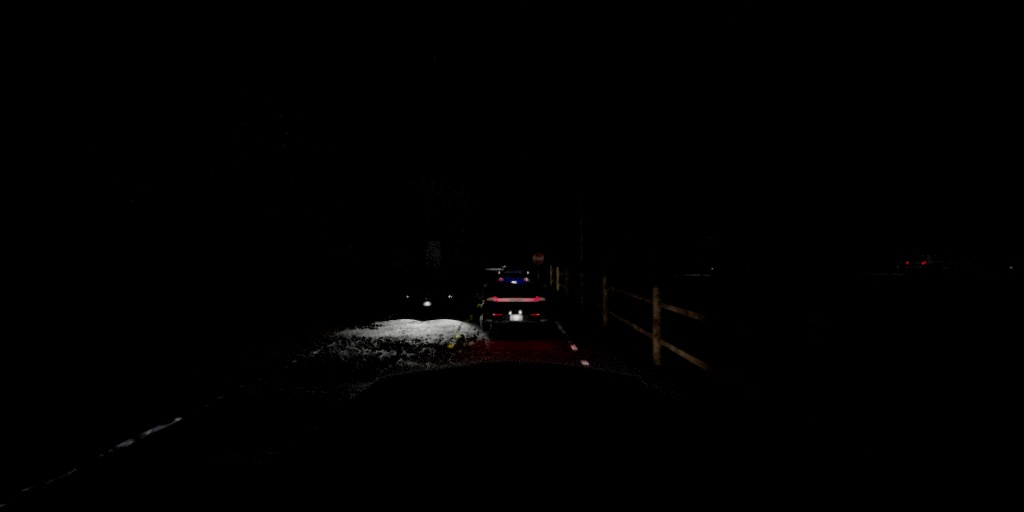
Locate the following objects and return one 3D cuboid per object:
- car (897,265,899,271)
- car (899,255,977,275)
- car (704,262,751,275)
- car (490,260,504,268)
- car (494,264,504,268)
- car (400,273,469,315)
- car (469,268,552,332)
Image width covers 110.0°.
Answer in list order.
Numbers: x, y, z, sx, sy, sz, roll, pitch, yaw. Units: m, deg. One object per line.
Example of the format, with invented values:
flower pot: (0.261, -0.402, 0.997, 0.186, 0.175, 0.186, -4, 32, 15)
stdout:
car: (45.648, 1.184, 39.683, 5.008, 1.535, 1.882, 0, -1, -1)
car: (43.973, 0.902, 36.832, 5.566, 2.045, 2.150, 0, -1, 0)
car: (23.605, 1.331, 39.373, 4.674, 1.442, 1.812, 0, -1, -1)
car: (-2.792, 1.532, 64.262, 1.994, 1.385, 4.181, 0, 0, 0)
car: (0.097, 1.395, 21.090, 1.994, 1.385, 4.181, 0, 0, 0)
car: (-2.749, 1.365, 13.624, 1.994, 1.385, 4.181, 0, 0, 0)
car: (0.102, 1.281, 11.007, 2.128, 1.511, 4.902, 0, 0, 0)
